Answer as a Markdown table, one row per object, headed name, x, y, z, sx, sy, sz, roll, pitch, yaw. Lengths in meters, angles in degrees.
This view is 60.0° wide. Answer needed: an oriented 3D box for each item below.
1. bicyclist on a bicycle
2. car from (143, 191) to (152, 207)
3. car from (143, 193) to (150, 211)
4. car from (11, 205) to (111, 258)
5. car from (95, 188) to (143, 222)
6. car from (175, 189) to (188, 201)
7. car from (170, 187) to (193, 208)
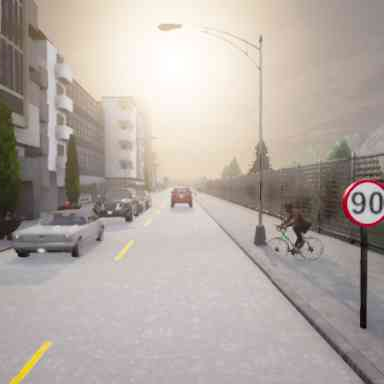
| name | x | y | z | sx | sy | sz | roll | pitch | yaw |
| --- | --- | --- | --- | --- | --- | --- | --- | --- | --- |
| bicyclist on a bicycle | 2.865 | 1.139 | 9.320 | 1.656 | 1.620 | 0.582 | 0 | 1 | -2 |
| car | -5.087 | 0.671 | 32.042 | 2.097 | 1.767 | 4.553 | 0 | 1 | -1 |
| car | -4.862 | 1.026 | 27.072 | 1.994 | 1.385 | 4.181 | 0 | 1 | -2 |
| car | -4.448 | 1.352 | 11.879 | 1.895 | 1.301 | 4.718 | 0 | 1 | -2 |
| car | -4.778 | 0.761 | 21.722 | 2.150 | 2.045 | 5.566 | 0 | 1 | -2 |
| car | -1.558 | 0.424 | 49.051 | 1.882 | 1.535 | 5.008 | 0 | 1 | -1 |
| car | -1.058 | 0.483 | 34.415 | 2.150 | 2.045 | 5.566 | 0 | 1 | -1 |
